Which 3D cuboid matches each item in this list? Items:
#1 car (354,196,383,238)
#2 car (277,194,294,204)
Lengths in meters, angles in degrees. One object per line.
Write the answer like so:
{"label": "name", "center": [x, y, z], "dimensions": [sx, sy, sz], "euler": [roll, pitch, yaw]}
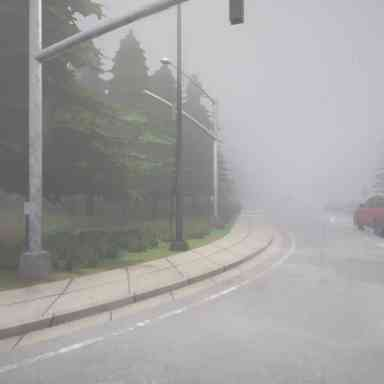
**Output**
{"label": "car", "center": [10.491, 1.221, 17.765], "dimensions": [2.150, 2.045, 5.566], "euler": [0, 0, 11]}
{"label": "car", "center": [17.683, 1.352, 62.333], "dimensions": [2.097, 1.767, 4.553], "euler": [0, 0, 8]}
